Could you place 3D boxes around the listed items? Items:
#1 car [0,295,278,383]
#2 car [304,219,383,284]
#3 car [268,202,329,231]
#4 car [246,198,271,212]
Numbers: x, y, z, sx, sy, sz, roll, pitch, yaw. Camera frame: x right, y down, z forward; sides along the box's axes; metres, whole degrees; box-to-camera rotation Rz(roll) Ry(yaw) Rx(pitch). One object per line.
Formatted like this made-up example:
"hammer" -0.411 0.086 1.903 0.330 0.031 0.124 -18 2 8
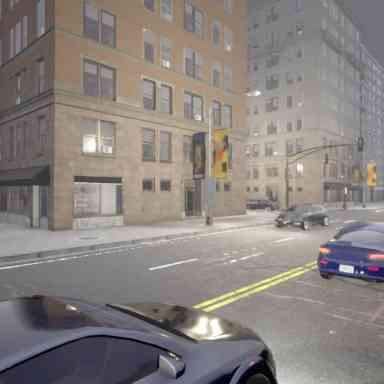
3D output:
"car" -1.046 1.564 2.565 1.994 1.385 4.181 0 0 43
"car" 4.977 1.527 9.007 1.812 1.442 4.674 0 0 43
"car" 7.016 1.509 20.927 1.837 1.490 4.892 1 0 43
"car" 7.980 1.492 38.582 4.892 1.490 1.837 0 0 43
